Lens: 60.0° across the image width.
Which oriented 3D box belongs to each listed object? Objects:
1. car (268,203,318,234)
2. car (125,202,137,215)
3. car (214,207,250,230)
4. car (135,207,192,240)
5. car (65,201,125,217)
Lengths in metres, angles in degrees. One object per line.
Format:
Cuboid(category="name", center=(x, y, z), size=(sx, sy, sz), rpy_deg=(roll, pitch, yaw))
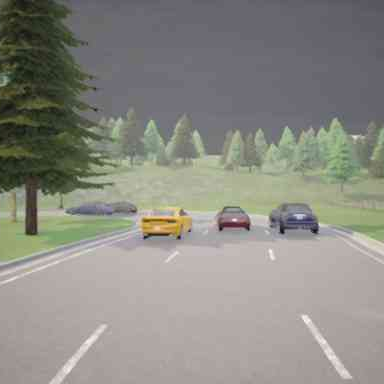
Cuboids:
Cuboid(category="car", center=(5.977, 1.424, 20.097), size=(2.097, 1.767, 4.553), rpy_deg=(0, 0, 4))
Cuboid(category="car", center=(-7.991, 1.689, 35.754), size=(4.181, 1.385, 1.994), rpy_deg=(0, 0, 22))
Cuboid(category="car", center=(2.560, 1.643, 21.831), size=(1.994, 1.385, 4.181), rpy_deg=(0, 0, 0))
Cuboid(category="car", center=(-1.202, 1.541, 17.675), size=(1.882, 1.535, 5.008), rpy_deg=(0, 0, 9))
Cuboid(category="car", center=(-9.844, 1.663, 33.005), size=(5.357, 1.411, 2.033), rpy_deg=(0, 0, 15))
